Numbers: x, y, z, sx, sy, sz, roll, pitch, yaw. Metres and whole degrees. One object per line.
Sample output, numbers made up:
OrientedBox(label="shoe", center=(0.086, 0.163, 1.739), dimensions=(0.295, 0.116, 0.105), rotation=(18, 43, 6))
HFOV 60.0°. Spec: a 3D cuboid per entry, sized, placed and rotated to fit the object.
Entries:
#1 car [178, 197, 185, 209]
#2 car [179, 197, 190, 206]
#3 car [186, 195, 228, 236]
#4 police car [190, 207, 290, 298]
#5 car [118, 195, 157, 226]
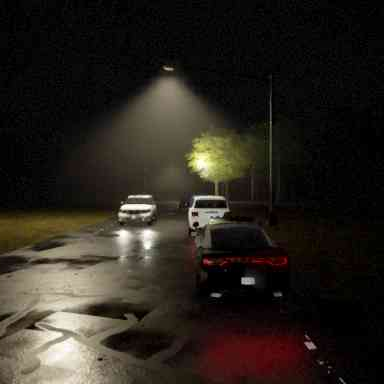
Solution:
OrientedBox(label="car", center=(-0.794, 1.642, 46.152), dimensions=(1.994, 1.385, 4.181), rotation=(0, 0, -1))
OrientedBox(label="car", center=(-1.336, 1.623, 59.853), dimensions=(1.837, 1.490, 4.892), rotation=(-1, 0, -3))
OrientedBox(label="car", center=(0.898, 1.244, 18.625), dimensions=(2.150, 2.045, 5.566), rotation=(0, 0, -1))
OrientedBox(label="police car", center=(1.007, 1.428, 8.679), dimensions=(1.930, 1.638, 5.238), rotation=(0, 0, 0))
OrientedBox(label="car", center=(-3.765, 1.250, 23.852), dimensions=(2.150, 2.045, 5.566), rotation=(0, 0, -2))
